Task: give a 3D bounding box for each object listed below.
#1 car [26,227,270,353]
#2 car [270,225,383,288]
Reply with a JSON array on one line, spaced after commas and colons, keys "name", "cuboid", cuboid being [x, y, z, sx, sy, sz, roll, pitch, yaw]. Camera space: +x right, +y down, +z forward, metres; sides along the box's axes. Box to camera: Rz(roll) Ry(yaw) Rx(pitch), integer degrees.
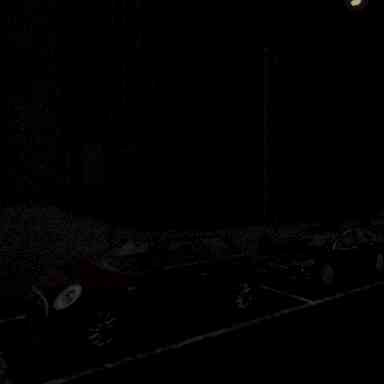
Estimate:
[{"name": "car", "cuboid": [-0.763, 1.467, 6.106, 4.097, 1.590, 1.967, 1, -1, -35]}, {"name": "car", "cuboid": [3.854, 1.633, 9.395, 4.403, 1.369, 2.008, 1, -1, -35]}]
